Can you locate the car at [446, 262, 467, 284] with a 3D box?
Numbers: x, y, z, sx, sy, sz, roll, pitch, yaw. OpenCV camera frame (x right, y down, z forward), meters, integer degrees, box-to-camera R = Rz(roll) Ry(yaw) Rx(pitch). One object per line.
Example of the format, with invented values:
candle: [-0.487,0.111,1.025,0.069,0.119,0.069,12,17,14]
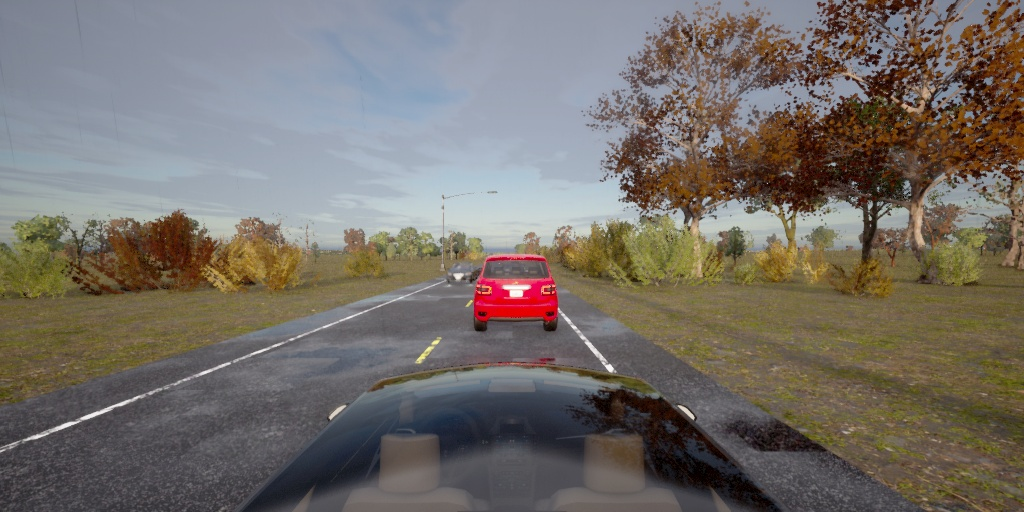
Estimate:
car: [-3.690,1.233,26.998,2.128,1.511,4.902,0,0,0]

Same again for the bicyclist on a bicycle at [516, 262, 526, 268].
bicyclist on a bicycle: [0.857,1.110,30.227,0.659,1.776,1.843,0,0,0]

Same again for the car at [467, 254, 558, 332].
car: [0.077,0.968,11.048,2.150,2.045,5.566,0,0,-1]
